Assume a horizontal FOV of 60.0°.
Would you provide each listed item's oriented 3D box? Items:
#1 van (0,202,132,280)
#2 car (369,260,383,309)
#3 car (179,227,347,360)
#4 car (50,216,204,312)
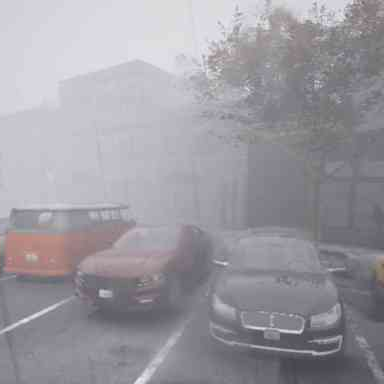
[{"bbox_3d":[-3.149,1.300,9.823,1.878,1.987,4.442,-1,-1,15],"label":"van"},{"bbox_3d":[4.022,1.481,4.797,1.946,1.575,5.366,0,-1,15],"label":"car"},{"bbox_3d":[1.600,1.476,6.319,2.231,1.521,4.892,0,-1,15],"label":"car"},{"bbox_3d":[-0.785,1.489,8.016,2.097,1.535,5.008,0,-1,15],"label":"car"}]
